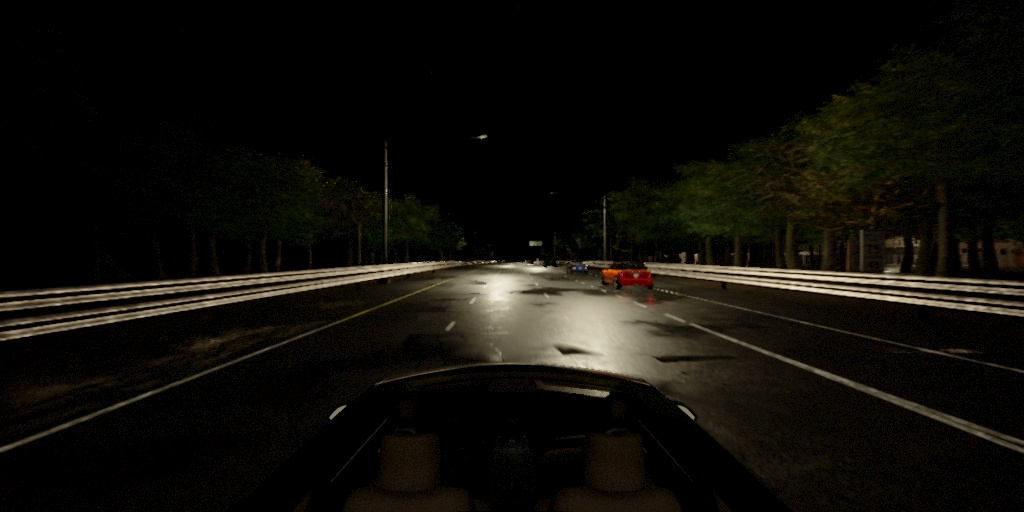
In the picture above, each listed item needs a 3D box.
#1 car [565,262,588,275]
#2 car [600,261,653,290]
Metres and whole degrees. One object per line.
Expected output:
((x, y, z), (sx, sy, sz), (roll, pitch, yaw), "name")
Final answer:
((7.041, 1.322, 39.552), (2.033, 1.411, 5.357), (0, 0, 0), "car")
((7.005, 1.101, 22.372), (2.097, 1.767, 4.553), (0, 0, 0), "car")
